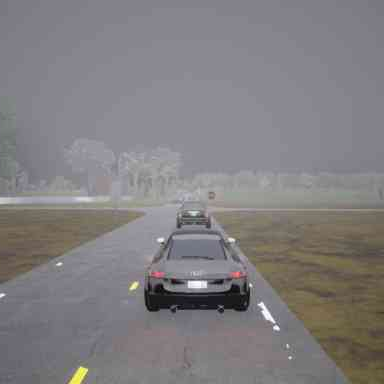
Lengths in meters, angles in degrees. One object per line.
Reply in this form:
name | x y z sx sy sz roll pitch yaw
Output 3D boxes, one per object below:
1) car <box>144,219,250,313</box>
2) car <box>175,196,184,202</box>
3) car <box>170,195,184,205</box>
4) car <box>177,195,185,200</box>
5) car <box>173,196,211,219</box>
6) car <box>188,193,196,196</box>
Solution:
car | 0.098 1.566 7.740 1.994 1.385 4.181 0 0 0
car | -2.770 1.504 74.106 1.994 1.385 4.181 0 0 0
car | -2.837 1.324 59.814 2.097 1.767 4.553 0 0 0
car | -2.774 1.479 88.555 1.994 1.385 4.181 0 0 0
car | 0.095 1.354 22.004 2.097 1.767 4.553 0 0 0
car | -0.024 1.466 90.373 1.994 1.385 4.181 0 0 0
